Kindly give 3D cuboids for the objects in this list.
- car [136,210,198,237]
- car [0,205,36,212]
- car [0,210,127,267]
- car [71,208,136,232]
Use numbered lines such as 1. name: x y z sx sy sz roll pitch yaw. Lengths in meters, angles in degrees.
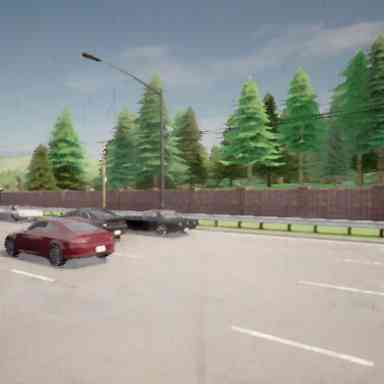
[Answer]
1. car: -2.081 1.653 18.327 4.718 1.301 1.895 0 0 36
2. car: -14.292 1.718 27.038 4.718 1.301 1.895 0 0 36
3. car: -4.626 1.570 11.526 4.674 1.442 1.812 0 0 37
4. car: -5.293 1.564 16.332 4.892 1.490 1.837 0 0 36
